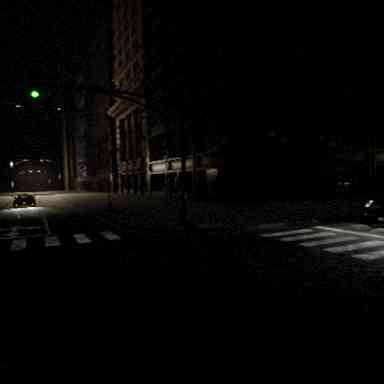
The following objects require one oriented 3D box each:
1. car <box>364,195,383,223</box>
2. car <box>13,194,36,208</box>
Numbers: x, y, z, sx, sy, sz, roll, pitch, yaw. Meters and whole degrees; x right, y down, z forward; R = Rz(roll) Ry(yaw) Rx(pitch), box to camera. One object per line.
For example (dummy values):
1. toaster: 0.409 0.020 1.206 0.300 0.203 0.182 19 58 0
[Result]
1. car: 9.899 0.458 14.872 4.553 1.767 2.097 -3 2 -25
2. car: -17.821 0.917 35.476 1.994 1.385 4.181 -3 2 -25
